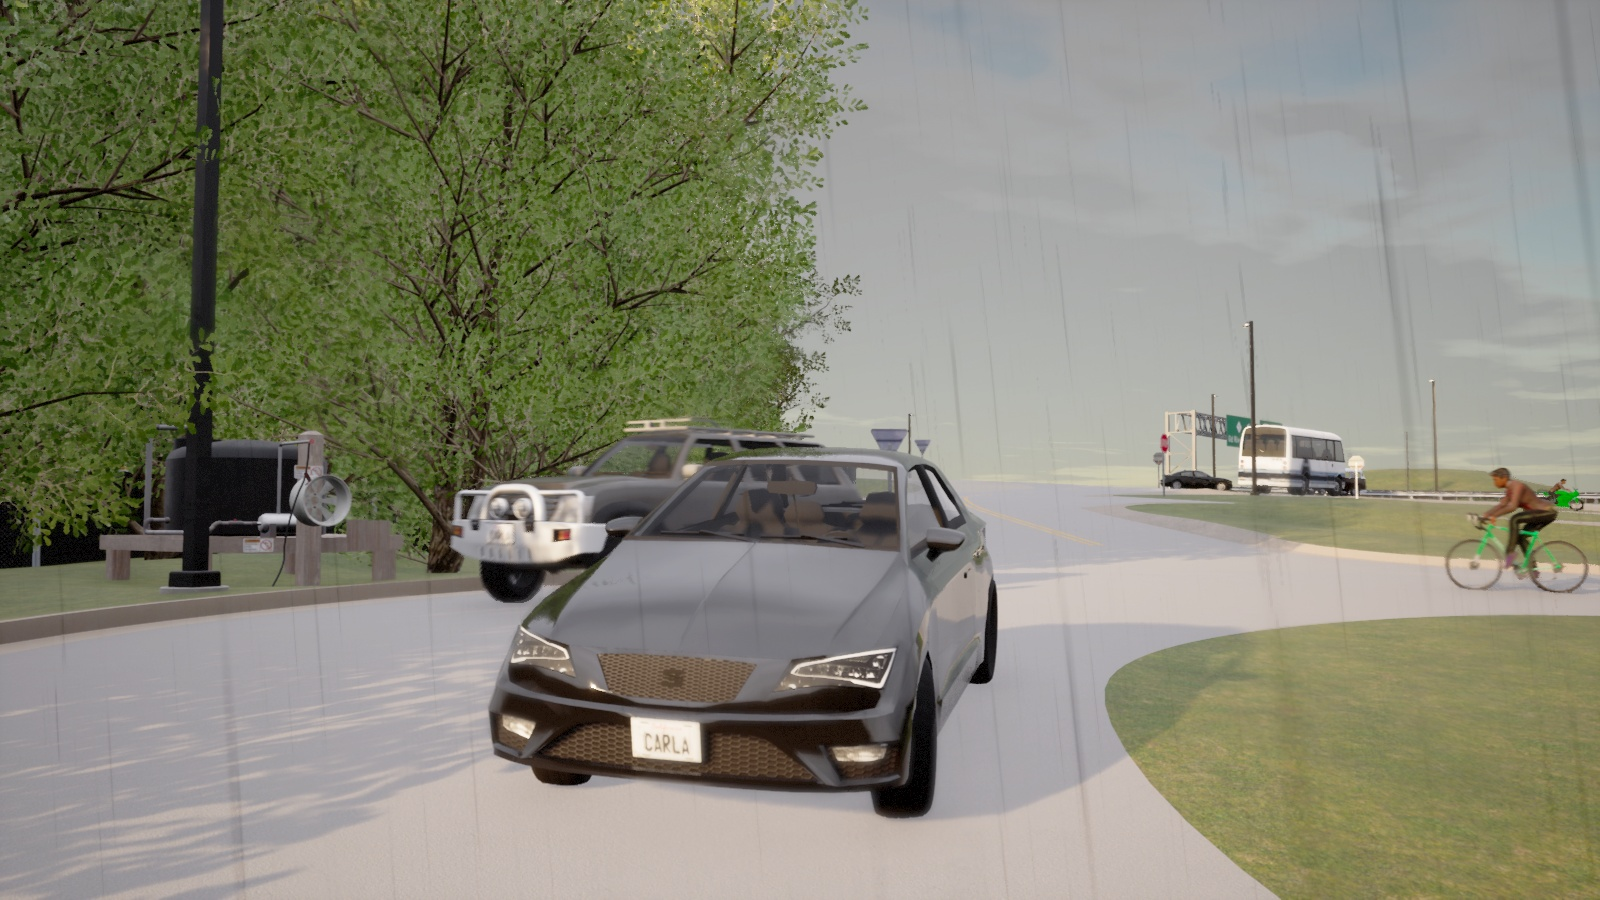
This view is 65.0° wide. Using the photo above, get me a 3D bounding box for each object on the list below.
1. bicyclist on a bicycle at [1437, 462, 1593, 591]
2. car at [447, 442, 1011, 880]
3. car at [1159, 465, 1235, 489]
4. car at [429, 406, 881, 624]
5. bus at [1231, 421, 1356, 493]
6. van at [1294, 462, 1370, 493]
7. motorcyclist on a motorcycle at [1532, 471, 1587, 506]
[{"bbox_3d":[9.261,0.978,16.328,1.656,1.620,0.582,-1,-2,19],"label":"bicyclist on a bicycle"},{"bbox_3d":[0.021,0.736,6.708,1.816,1.474,4.193,1,1,14],"label":"car"},{"bbox_3d":[28.750,1.987,91.070,5.008,1.535,1.882,1,-3,11],"label":"car"},{"bbox_3d":[-1.300,0.645,13.078,1.932,1.855,4.605,-2,-3,39],"label":"car"},{"bbox_3d":[31.956,0.523,80.951,3.944,4.253,10.273,2,-1,43],"label":"bus"},{"bbox_3d":[37.703,1.955,88.984,4.480,2.038,2.069,2,-2,-6],"label":"van"},{"bbox_3d":[35.662,1.802,58.954,2.044,1.523,0.797,1,-1,43],"label":"motorcyclist on a motorcycle"}]
